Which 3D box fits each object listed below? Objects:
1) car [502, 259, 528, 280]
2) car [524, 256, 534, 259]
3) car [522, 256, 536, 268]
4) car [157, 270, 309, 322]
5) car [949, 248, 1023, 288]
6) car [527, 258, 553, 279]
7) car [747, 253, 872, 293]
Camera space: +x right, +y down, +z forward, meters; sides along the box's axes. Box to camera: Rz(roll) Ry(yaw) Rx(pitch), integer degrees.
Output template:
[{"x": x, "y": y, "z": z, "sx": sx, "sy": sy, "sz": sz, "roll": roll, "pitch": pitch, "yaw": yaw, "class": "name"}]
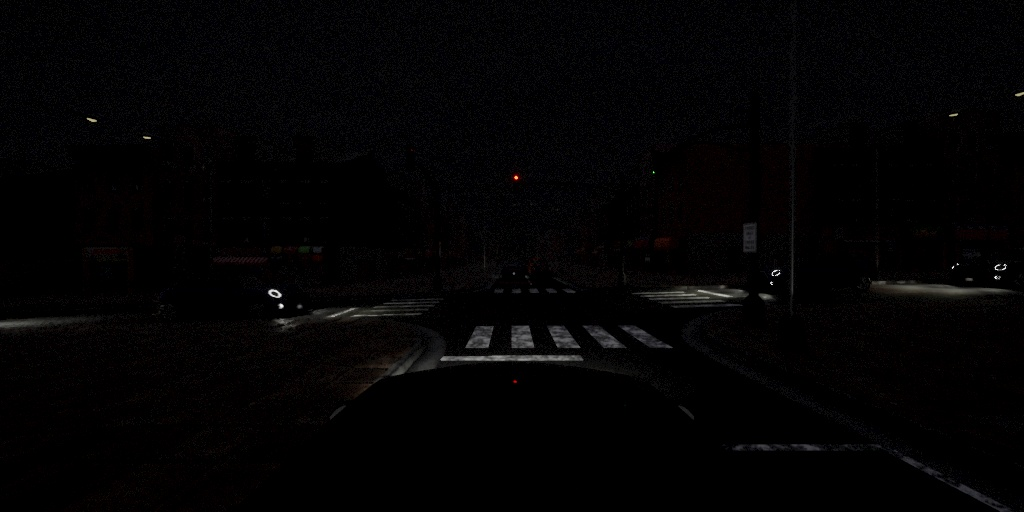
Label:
[{"x": 0.132, "y": 1.259, "z": 31.472, "sx": 1.882, "sy": 1.535, "sz": 5.008, "roll": 0, "pitch": 0, "yaw": 0, "class": "car"}, {"x": 2.631, "y": 1.112, "z": 38.560, "sx": 2.192, "sy": 1.841, "sz": 5.009, "roll": 0, "pitch": 0, "yaw": 0, "class": "car"}, {"x": 2.971, "y": 1.107, "z": 64.391, "sx": 2.150, "sy": 2.045, "sz": 5.566, "roll": 0, "pitch": 0, "yaw": 0, "class": "car"}, {"x": -10.167, "y": 1.368, "z": 13.330, "sx": 4.553, "sy": 1.767, "sz": 2.097, "roll": -2, "pitch": 0, "yaw": 0, "class": "car"}, {"x": 23.076, "y": 0.434, "z": 16.346, "sx": 4.553, "sy": 1.767, "sz": 2.097, "roll": -1, "pitch": 0, "yaw": 0, "class": "car"}, {"x": 2.632, "y": 1.225, "z": 33.158, "sx": 1.967, "sy": 1.591, "sz": 4.097, "roll": 0, "pitch": 0, "yaw": 0, "class": "car"}, {"x": 13.358, "y": 0.686, "z": 16.349, "sx": 4.553, "sy": 1.767, "sz": 2.097, "roll": -1, "pitch": 0, "yaw": 1, "class": "car"}]
